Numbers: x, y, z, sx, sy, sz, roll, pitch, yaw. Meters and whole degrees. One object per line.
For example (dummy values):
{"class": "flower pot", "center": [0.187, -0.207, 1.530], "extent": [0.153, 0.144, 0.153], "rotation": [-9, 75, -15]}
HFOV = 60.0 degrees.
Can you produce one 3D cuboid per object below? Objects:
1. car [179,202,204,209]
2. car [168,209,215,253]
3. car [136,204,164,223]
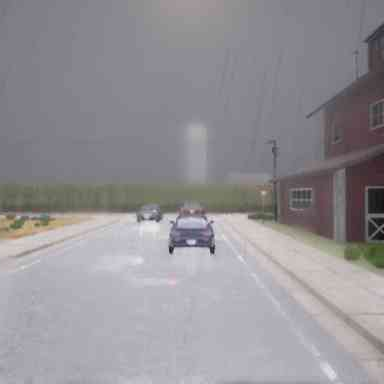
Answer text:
{"class": "car", "center": [-0.023, 1.636, 29.077], "extent": [2.097, 1.767, 4.553], "rotation": [0, -1, 0]}
{"class": "car", "center": [-0.002, 1.668, 14.377], "extent": [1.812, 1.442, 4.674], "rotation": [0, 0, 0]}
{"class": "car", "center": [-3.518, 1.773, 28.457], "extent": [2.128, 1.511, 4.902], "rotation": [0, -1, 0]}
